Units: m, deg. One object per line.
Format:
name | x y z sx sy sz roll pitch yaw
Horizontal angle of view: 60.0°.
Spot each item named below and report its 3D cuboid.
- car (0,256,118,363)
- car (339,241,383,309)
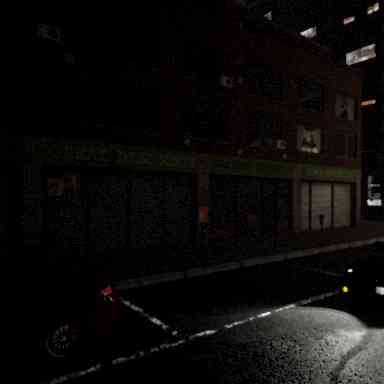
car | -3.077 1.582 4.352 4.206 1.307 1.802 0 1 -36
car | 4.973 1.558 6.991 4.181 1.385 1.994 0 0 -36
